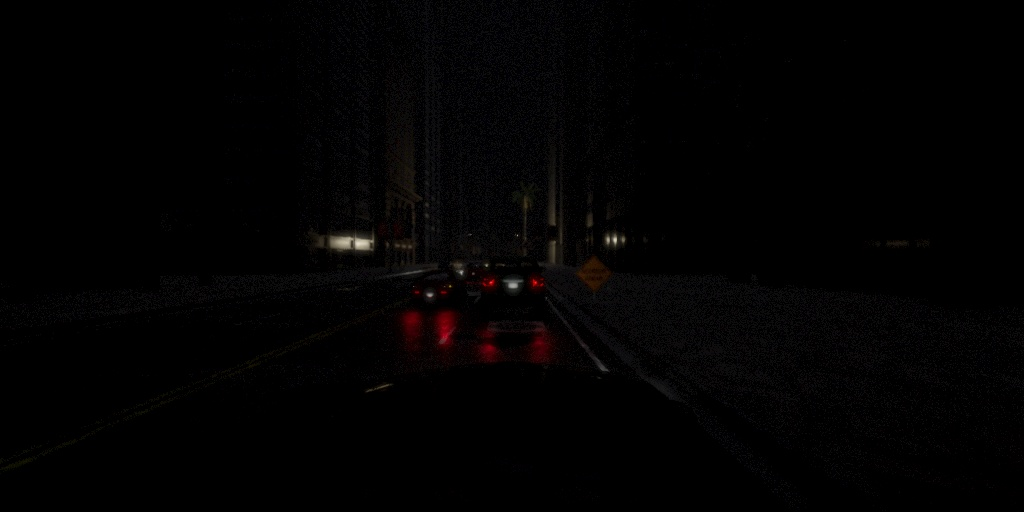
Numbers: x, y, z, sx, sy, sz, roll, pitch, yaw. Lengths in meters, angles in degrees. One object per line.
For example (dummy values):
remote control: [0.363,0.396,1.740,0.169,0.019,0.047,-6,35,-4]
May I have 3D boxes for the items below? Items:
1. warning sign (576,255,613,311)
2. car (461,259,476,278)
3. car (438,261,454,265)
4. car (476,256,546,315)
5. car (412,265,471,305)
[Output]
warning sign: [2.851,0.895,12.451,1.300,1.860,1.060,0,0,0]
car: [-3.167,1.314,32.076,1.882,1.535,5.008,0,0,0]
car: [-9.809,1.447,53.596,2.033,1.411,5.357,0,0,0]
car: [0.064,1.008,13.859,2.150,2.045,5.566,0,0,0]
car: [-3.172,1.316,16.215,1.812,1.442,4.674,0,0,0]
